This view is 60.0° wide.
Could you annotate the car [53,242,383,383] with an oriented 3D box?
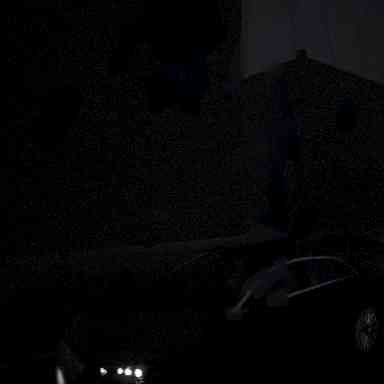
[{"bbox_3d":[0.775,1.508,4.538,4.902,1.511,2.128,0,0,-35],"label":"car"}]
